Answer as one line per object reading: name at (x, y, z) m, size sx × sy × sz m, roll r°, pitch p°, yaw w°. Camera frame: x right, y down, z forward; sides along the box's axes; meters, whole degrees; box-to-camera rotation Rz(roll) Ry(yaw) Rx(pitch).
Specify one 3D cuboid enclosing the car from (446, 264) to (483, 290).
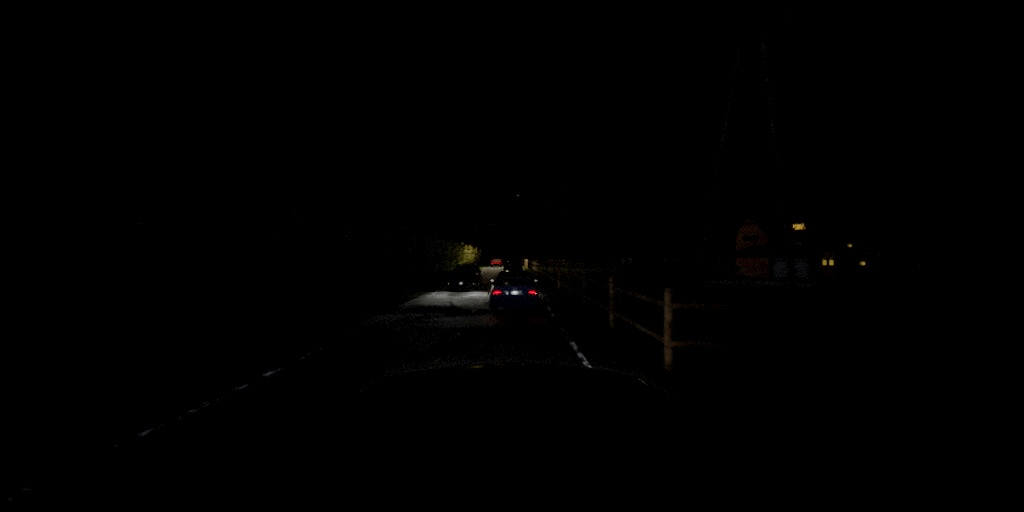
car at (-2.840, 1.261, 22.328) m, size 1.837 × 1.490 × 4.892 m, roll 0°, pitch 0°, yaw 0°

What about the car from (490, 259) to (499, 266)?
car at (-2.759, 1.271, 63.593) m, size 1.882 × 1.535 × 5.008 m, roll 0°, pitch 0°, yaw 1°

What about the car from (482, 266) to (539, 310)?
car at (0.092, 1.300, 14.691) m, size 2.033 × 1.411 × 5.357 m, roll 0°, pitch 0°, yaw 0°

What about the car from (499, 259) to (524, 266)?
car at (0.104, 1.256, 35.141) m, size 2.128 × 1.511 × 4.902 m, roll 0°, pitch 0°, yaw 0°
